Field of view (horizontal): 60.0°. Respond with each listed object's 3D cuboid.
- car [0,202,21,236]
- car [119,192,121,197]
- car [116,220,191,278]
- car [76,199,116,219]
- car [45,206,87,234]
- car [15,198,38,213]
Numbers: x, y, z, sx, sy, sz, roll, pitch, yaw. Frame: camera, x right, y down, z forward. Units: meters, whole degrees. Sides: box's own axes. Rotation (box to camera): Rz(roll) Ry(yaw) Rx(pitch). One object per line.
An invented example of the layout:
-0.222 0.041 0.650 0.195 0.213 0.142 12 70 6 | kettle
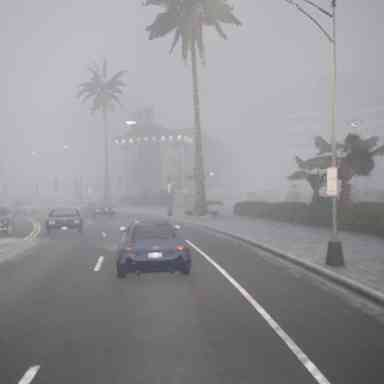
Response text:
-10.803 1.522 18.250 1.837 1.490 4.892 0 0 -22 | car
-15.990 1.296 74.116 4.674 1.452 2.002 0 0 20 | car
-1.265 1.540 10.255 1.994 1.385 4.181 0 0 -10 | car
-8.360 1.513 29.252 2.033 1.411 5.357 0 0 -33 | car
-7.359 1.590 19.315 1.895 1.301 4.718 0 0 -20 | car
-18.255 1.615 35.555 4.718 1.301 1.895 0 0 44 | car
